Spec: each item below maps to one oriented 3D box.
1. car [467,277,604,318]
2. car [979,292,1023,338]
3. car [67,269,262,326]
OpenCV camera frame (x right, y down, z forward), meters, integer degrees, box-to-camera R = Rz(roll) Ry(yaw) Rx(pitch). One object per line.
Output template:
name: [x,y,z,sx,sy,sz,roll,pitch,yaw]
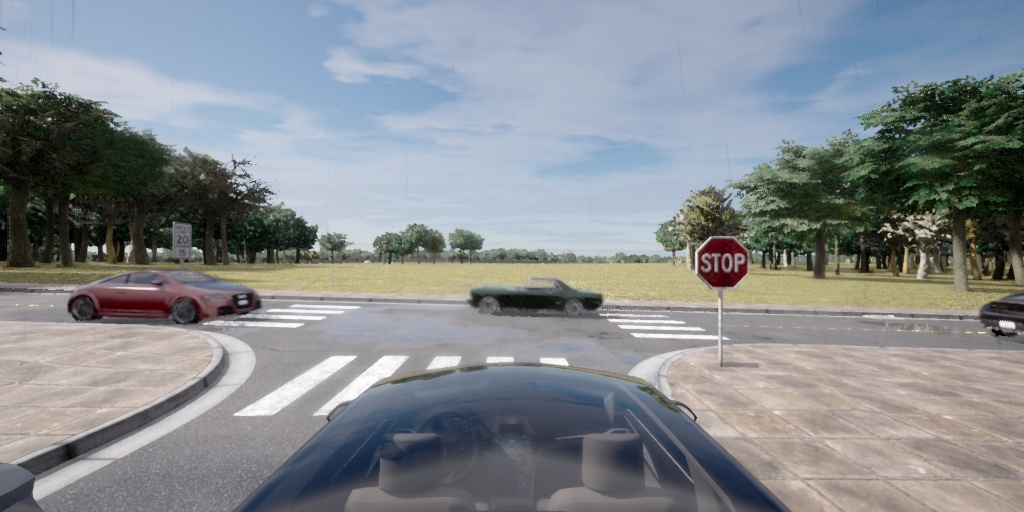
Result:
car: [0.766,1.423,12.994,4.718,1.301,1.895,2,-1,0]
car: [16.196,1.735,9.964,4.892,1.490,1.837,2,-1,0]
car: [-9.553,1.069,10.097,4.181,1.385,1.994,2,-1,0]
